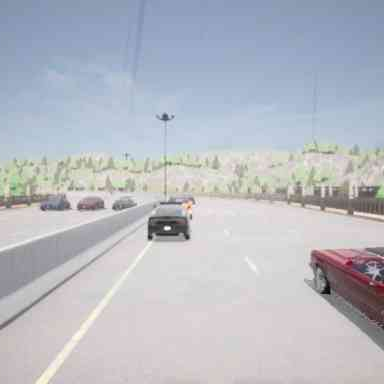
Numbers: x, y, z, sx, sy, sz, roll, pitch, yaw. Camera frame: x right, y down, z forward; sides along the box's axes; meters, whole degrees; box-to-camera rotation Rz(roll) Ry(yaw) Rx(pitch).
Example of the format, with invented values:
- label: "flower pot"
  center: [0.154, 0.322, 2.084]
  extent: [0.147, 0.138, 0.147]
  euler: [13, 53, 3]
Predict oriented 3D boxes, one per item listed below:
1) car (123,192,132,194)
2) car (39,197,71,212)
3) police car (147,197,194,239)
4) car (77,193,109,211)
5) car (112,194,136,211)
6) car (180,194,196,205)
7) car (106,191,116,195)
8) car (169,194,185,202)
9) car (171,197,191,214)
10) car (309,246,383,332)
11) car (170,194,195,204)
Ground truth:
- label: "car"
  center: [-14.810, 0.689, 75.946]
  extent: [1.812, 1.442, 4.674]
  euler: [0, 1, -22]
- label: "car"
  center: [-14.095, 1.262, 34.528]
  extent: [1.994, 1.385, 4.181]
  euler: [0, 1, -1]
- label: "police car"
  center: [-1.022, 1.281, 16.430]
  extent: [1.930, 1.638, 5.238]
  euler: [0, 0, 0]
- label: "car"
  center: [-10.591, 1.171, 35.090]
  extent: [1.882, 1.535, 5.008]
  euler: [0, 1, -1]
- label: "car"
  center: [-7.104, 1.257, 35.116]
  extent: [1.994, 1.385, 4.181]
  euler: [0, 0, -1]
- label: "car"
  center: [-0.638, 1.086, 50.355]
  extent: [1.812, 1.442, 4.674]
  euler: [0, 1, -7]
- label: "car"
  center: [-18.507, 0.447, 75.686]
  extent: [2.097, 1.767, 4.553]
  euler: [0, 1, -25]
- label: "car"
  center: [-2.915, 1.054, 62.765]
  extent: [1.895, 1.301, 4.718]
  euler: [0, 1, -16]
- label: "car"
  center: [-0.995, 1.244, 32.320]
  extent: [1.812, 1.442, 4.674]
  euler: [0, 1, 0]
- label: "car"
  center: [3.610, 1.551, 5.532]
  extent: [1.895, 1.301, 4.718]
  euler: [0, 0, 0]
- label: "car"
  center: [-1.006, 1.121, 26.289]
  extent: [2.097, 1.767, 4.553]
  euler: [0, 1, 0]
